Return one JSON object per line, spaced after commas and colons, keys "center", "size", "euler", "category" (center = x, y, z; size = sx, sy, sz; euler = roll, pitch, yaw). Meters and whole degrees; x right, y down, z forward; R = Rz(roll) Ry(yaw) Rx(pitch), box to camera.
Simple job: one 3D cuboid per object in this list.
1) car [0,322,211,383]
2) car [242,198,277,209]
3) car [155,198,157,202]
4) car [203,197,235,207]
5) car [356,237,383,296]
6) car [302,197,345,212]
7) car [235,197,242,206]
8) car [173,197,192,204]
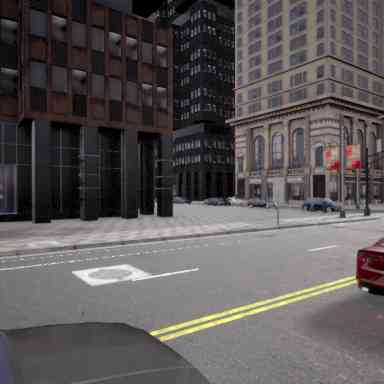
{"center": [-2.334, 1.548, 1.779], "size": [5.357, 1.411, 2.033], "euler": [0, 0, -35], "category": "car"}
{"center": [9.673, 1.526, 45.363], "size": [2.128, 1.511, 4.902], "euler": [0, 0, -35], "category": "car"}
{"center": [-6.703, 1.597, 73.909], "size": [2.128, 1.511, 4.902], "euler": [0, 0, -35], "category": "car"}
{"center": [3.982, 1.595, 53.429], "size": [2.033, 1.411, 5.357], "euler": [0, 0, -35], "category": "car"}
{"center": [5.681, 1.477, 7.494], "size": [5.008, 1.535, 1.882], "euler": [0, 0, -36], "category": "car"}
{"center": [14.948, 1.377, 37.897], "size": [2.097, 1.767, 4.553], "euler": [0, 0, -35], "category": "car"}
{"center": [6.540, 1.564, 55.338], "size": [1.812, 1.442, 4.674], "euler": [0, 0, -35], "category": "car"}
{"center": [-2.128, 1.609, 62.138], "size": [2.033, 1.411, 5.357], "euler": [0, 0, -35], "category": "car"}
